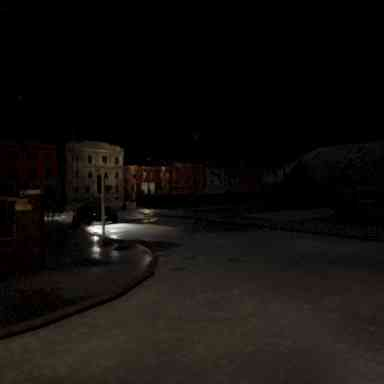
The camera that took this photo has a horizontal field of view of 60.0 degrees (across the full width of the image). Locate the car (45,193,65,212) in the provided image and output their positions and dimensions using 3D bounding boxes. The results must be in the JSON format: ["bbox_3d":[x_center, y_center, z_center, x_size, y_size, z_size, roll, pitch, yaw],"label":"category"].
[{"bbox_3d":[-15.172,1.080,35.213,2.150,2.045,5.566,-1,0,-35],"label":"car"}]

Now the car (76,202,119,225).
[{"bbox_3d":[-6.674,1.423,23.033,1.994,1.385,4.181,-1,1,-35],"label":"car"}]
